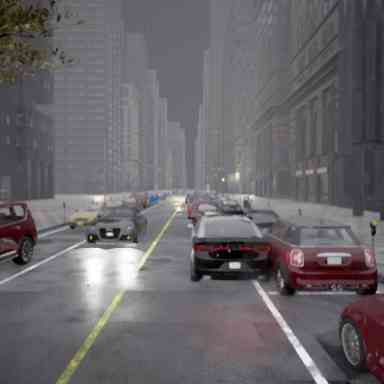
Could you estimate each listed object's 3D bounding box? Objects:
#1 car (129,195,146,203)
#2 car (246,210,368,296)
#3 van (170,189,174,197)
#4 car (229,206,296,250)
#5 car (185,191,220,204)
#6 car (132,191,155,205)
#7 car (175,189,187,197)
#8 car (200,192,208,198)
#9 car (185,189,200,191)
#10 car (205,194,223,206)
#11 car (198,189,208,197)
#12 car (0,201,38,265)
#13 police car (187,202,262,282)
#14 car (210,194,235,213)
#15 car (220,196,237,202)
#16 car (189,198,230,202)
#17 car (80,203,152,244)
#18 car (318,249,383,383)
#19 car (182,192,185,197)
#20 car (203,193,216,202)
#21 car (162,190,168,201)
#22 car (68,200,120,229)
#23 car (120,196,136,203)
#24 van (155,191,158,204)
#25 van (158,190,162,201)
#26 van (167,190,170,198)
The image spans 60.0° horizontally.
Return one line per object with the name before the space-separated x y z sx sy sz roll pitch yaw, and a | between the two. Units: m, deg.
car | -5.774 1.189 31.082 1.802 1.307 4.206 0 1 0
car | 2.759 1.332 8.383 1.967 1.590 4.097 0 1 0
van | -5.789 0.392 76.495 1.690 1.788 3.998 0 1 0
car | 2.757 1.386 14.062 1.947 1.339 4.313 0 1 0
car | 0.721 1.026 25.397 2.097 1.767 4.553 0 1 0
car | -5.776 0.851 36.755 2.192 1.841 5.009 0 1 0
car | -3.029 0.428 87.431 1.837 1.490 4.892 0 1 0
car | 2.736 0.632 76.511 1.802 1.307 4.206 0 1 0
car | -0.020 0.705 61.890 1.882 1.535 5.008 0 1 0
car | 2.747 1.016 42.448 2.008 1.369 4.403 0 1 0
car | 2.734 0.297 82.185 2.192 1.841 5.009 0 1 0
car | -5.766 1.206 8.370 2.192 1.841 5.009 0 1 0
police car | 0.897 1.302 9.547 1.930 1.638 5.238 0 1 0
car | 2.751 1.047 31.091 1.967 1.590 4.097 0 1 0
car | 2.753 1.228 25.416 2.008 1.369 4.403 0 1 0
car | 0.894 1.278 19.438 1.812 1.442 4.674 0 1 0
car | -3.106 1.378 14.531 1.994 1.385 4.181 0 1 0
car | 2.761 1.546 2.708 1.802 1.307 4.206 0 1 0
car | 0.013 1.016 46.511 1.895 1.301 4.718 0 1 1
car | 2.744 0.871 53.802 1.887 1.381 4.507 0 1 0
car | -5.783 0.838 59.467 1.802 1.307 4.206 0 1 0
car | -5.770 1.276 19.557 1.752 1.417 4.829 0 1 0
car | -5.772 1.259 25.405 1.802 1.307 4.206 0 1 0
van | -5.778 0.807 42.433 1.690 1.788 3.998 0 1 0
van | -5.780 0.736 48.110 1.690 1.788 3.998 0 1 0
van | -5.786 0.529 65.141 1.690 1.788 3.998 0 1 0
